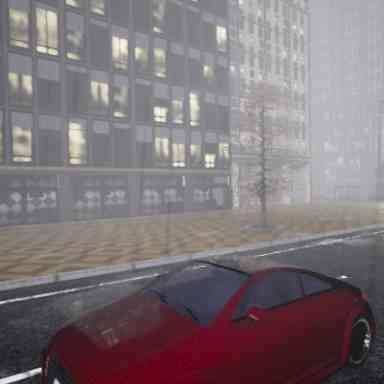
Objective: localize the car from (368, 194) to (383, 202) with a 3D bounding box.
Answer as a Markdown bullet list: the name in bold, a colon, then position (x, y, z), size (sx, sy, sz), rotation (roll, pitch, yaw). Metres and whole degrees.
- **car**: position (30.169, 1.004, 52.429), size (1.947, 1.339, 4.313), rotation (-1, 1, -38)

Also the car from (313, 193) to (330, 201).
- **car**: position (23.305, 0.929, 61.493), size (1.947, 1.339, 4.313), rotation (-1, 1, -38)

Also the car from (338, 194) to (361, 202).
- **car**: position (26.721, 0.983, 56.950), size (1.802, 1.307, 4.206), rotation (-1, 1, -38)

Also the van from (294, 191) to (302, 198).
- **van**: position (23.069, 0.421, 75.637), size (1.690, 1.788, 3.998), rotation (-1, 1, -38)

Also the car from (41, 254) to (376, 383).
- **car**: position (0.430, 1.548, 4.096), size (4.181, 1.385, 1.994), rotation (-1, 0, -36)
